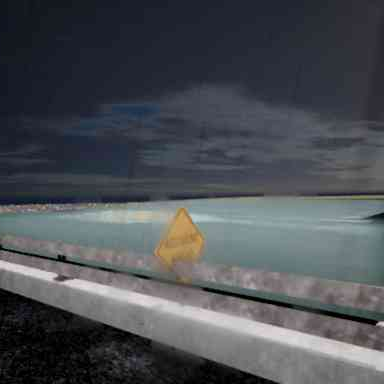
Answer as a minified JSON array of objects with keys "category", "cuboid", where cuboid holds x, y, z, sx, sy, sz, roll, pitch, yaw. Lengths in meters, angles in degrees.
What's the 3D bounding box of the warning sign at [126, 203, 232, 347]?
[{"category":"warning sign","cuboid":[-0.173,1.133,5.269,1.060,1.860,1.300,-2,0,36]}]
